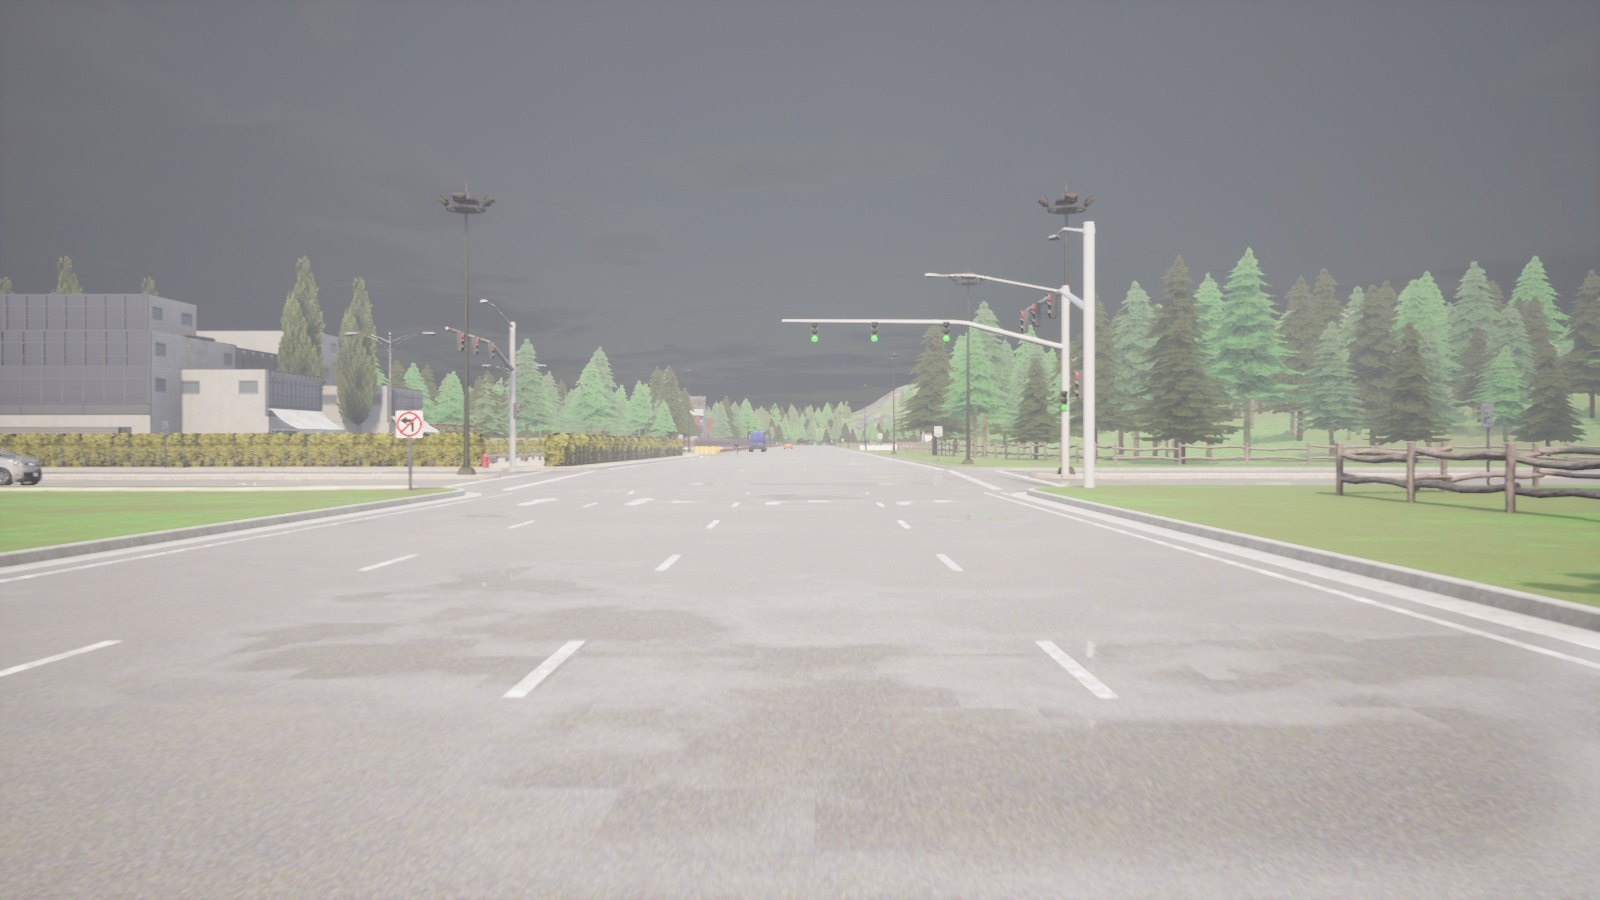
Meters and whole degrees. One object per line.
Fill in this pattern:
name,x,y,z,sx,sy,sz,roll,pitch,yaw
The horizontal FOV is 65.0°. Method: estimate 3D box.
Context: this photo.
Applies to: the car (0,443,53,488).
car,-27.411,0.501,42.119,3.633,1.501,1.845,0,0,0
